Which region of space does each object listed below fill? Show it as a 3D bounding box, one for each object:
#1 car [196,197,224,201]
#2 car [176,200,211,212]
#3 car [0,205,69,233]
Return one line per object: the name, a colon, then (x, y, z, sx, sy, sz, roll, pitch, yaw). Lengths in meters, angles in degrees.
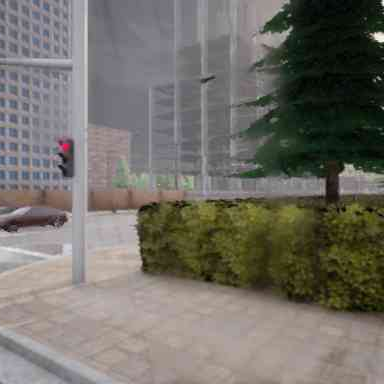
car: (2.648, 1.400, 37.829, 2.097, 1.767, 4.553, 0, 0, 36)
car: (0.265, 1.649, 40.507, 1.895, 1.301, 4.718, 0, 0, 36)
car: (-9.847, 1.575, 20.301, 1.812, 1.442, 4.674, 0, 0, 35)
